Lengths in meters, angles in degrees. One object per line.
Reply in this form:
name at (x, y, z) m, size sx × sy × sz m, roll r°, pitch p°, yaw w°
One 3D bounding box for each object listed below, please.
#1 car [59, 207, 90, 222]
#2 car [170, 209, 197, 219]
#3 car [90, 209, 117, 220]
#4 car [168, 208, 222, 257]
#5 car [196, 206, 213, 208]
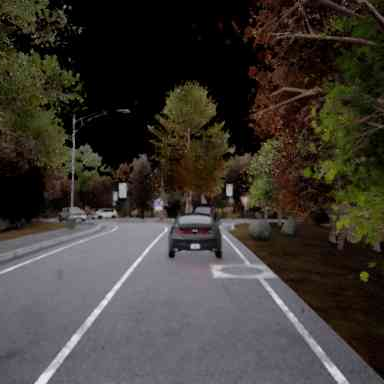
car at (-15.831, 2.935, 43.958) m, size 2.150 × 2.045 × 5.566 m, roll 2°, pitch -5°, yaw -37°
car at (-1.796, 4.685, 70.871) m, size 5.566 × 2.045 × 2.150 m, roll 1°, pitch -4°, yaw -1°
car at (-16.886, 4.224, 63.482) m, size 2.150 × 2.045 × 5.566 m, roll -3°, pitch -4°, yaw 35°
car at (0.108, 1.532, 12.903) m, size 1.837 × 1.490 × 4.892 m, roll 0°, pitch -2°, yaw 0°
car at (1.218, 2.065, 29.200) m, size 2.097 × 1.767 × 4.553 m, roll -1°, pitch -4°, yaw 9°
